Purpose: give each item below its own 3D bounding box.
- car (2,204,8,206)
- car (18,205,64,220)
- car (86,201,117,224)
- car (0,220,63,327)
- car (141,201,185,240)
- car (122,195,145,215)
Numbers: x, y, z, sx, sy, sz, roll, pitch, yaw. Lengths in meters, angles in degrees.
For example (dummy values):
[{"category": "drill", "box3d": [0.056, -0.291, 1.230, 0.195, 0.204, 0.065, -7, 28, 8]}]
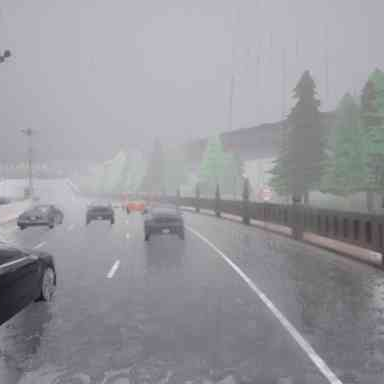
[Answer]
[{"category": "car", "box3d": [-25.907, 1.512, 45.598, 1.895, 1.301, 4.718, 0, 0, -25]}, {"category": "car", "box3d": [-9.308, 1.495, 20.799, 2.033, 1.411, 5.357, 0, 0, -12]}, {"category": "car", "box3d": [-6.514, 1.426, 23.930, 1.837, 1.490, 4.892, 0, 0, -13]}, {"category": "car", "box3d": [-3.732, 1.484, 5.234, 2.128, 1.511, 4.902, 0, 0, -3]}, {"category": "car", "box3d": [-1.497, 1.436, 16.735, 1.837, 1.490, 4.892, 0, 0, -9]}, {"category": "car", "box3d": [-5.962, 1.223, 34.468, 2.097, 1.767, 4.553, 0, 0, -18]}]
